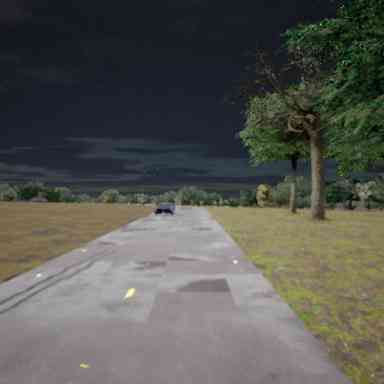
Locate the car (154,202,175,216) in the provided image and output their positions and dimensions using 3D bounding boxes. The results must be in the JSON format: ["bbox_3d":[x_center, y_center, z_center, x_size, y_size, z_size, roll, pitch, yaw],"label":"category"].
[{"bbox_3d":[-2.749,1.745,34.125,1.895,1.301,4.718,0,-1,0],"label":"car"}]
